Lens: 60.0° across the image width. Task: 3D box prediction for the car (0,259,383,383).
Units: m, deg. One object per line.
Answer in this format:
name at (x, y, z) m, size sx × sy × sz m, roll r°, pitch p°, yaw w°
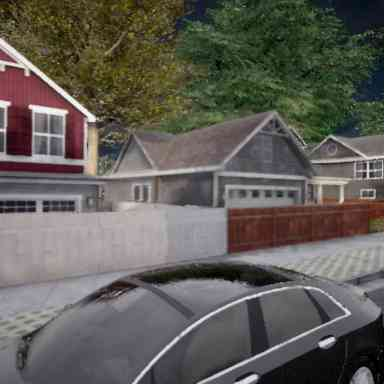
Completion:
car at (-0.098, 1.506, 3.001) m, size 4.892 × 1.490 × 1.837 m, roll 0°, pitch 0°, yaw -35°
